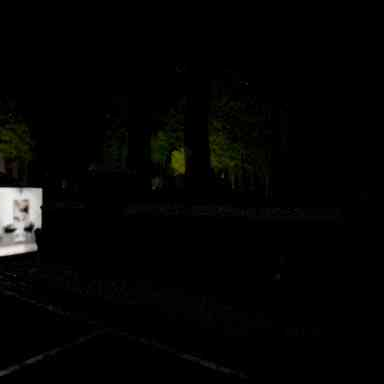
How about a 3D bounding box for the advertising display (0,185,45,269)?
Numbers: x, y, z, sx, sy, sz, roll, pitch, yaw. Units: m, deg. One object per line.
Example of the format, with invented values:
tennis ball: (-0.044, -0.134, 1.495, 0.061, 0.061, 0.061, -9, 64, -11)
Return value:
advertising display: (-5.349, 1.022, 10.303, 0.280, 2.440, 1.540, 0, 0, 36)
